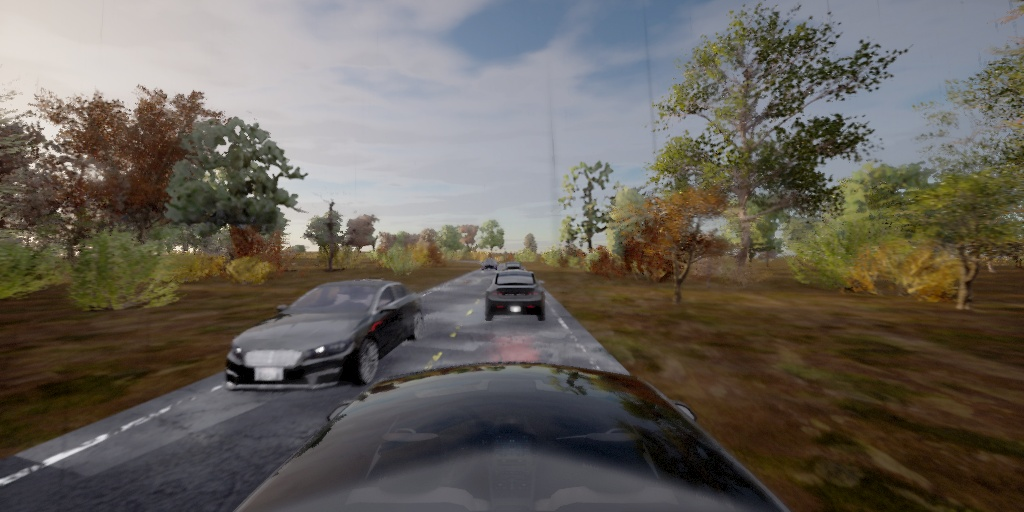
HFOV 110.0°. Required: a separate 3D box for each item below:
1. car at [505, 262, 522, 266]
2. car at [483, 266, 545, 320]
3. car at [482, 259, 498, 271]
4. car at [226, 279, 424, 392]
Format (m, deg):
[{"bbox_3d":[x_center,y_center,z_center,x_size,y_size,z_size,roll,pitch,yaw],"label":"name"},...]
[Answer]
[{"bbox_3d":[0.105,1.266,30.663,1.837,1.490,4.892,0,0,0],"label":"car"},{"bbox_3d":[0.103,1.259,12.565,1.837,1.490,4.892,0,0,0],"label":"car"},{"bbox_3d":[-2.997,1.132,49.483,2.097,1.767,4.553,0,0,0],"label":"car"},{"bbox_3d":[-3.100,1.244,7.026,2.128,1.511,4.902,0,0,0],"label":"car"}]
